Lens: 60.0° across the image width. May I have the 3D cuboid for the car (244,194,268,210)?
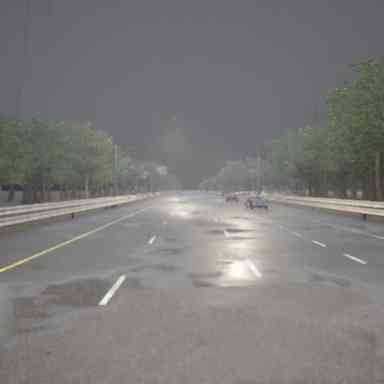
[{"bbox_3d":[6.992,1.224,36.506,2.033,1.411,5.357,0,1,0],"label":"car"}]

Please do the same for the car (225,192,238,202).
[{"bbox_3d":[7.010,0.824,59.372,2.097,1.767,4.553,0,1,1],"label":"car"}]
